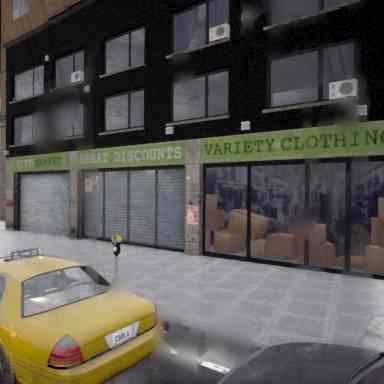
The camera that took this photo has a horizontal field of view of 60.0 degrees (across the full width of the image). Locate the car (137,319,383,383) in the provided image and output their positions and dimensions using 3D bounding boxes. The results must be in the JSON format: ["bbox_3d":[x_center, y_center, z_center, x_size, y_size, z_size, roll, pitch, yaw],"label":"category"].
[{"bbox_3d":[2.047,1.551,1.624,4.403,1.369,2.008,0,1,36],"label":"car"}]

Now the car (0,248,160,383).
[{"bbox_3d":[-2.634,1.524,4.972,4.829,1.417,1.752,0,1,36],"label":"car"}]
